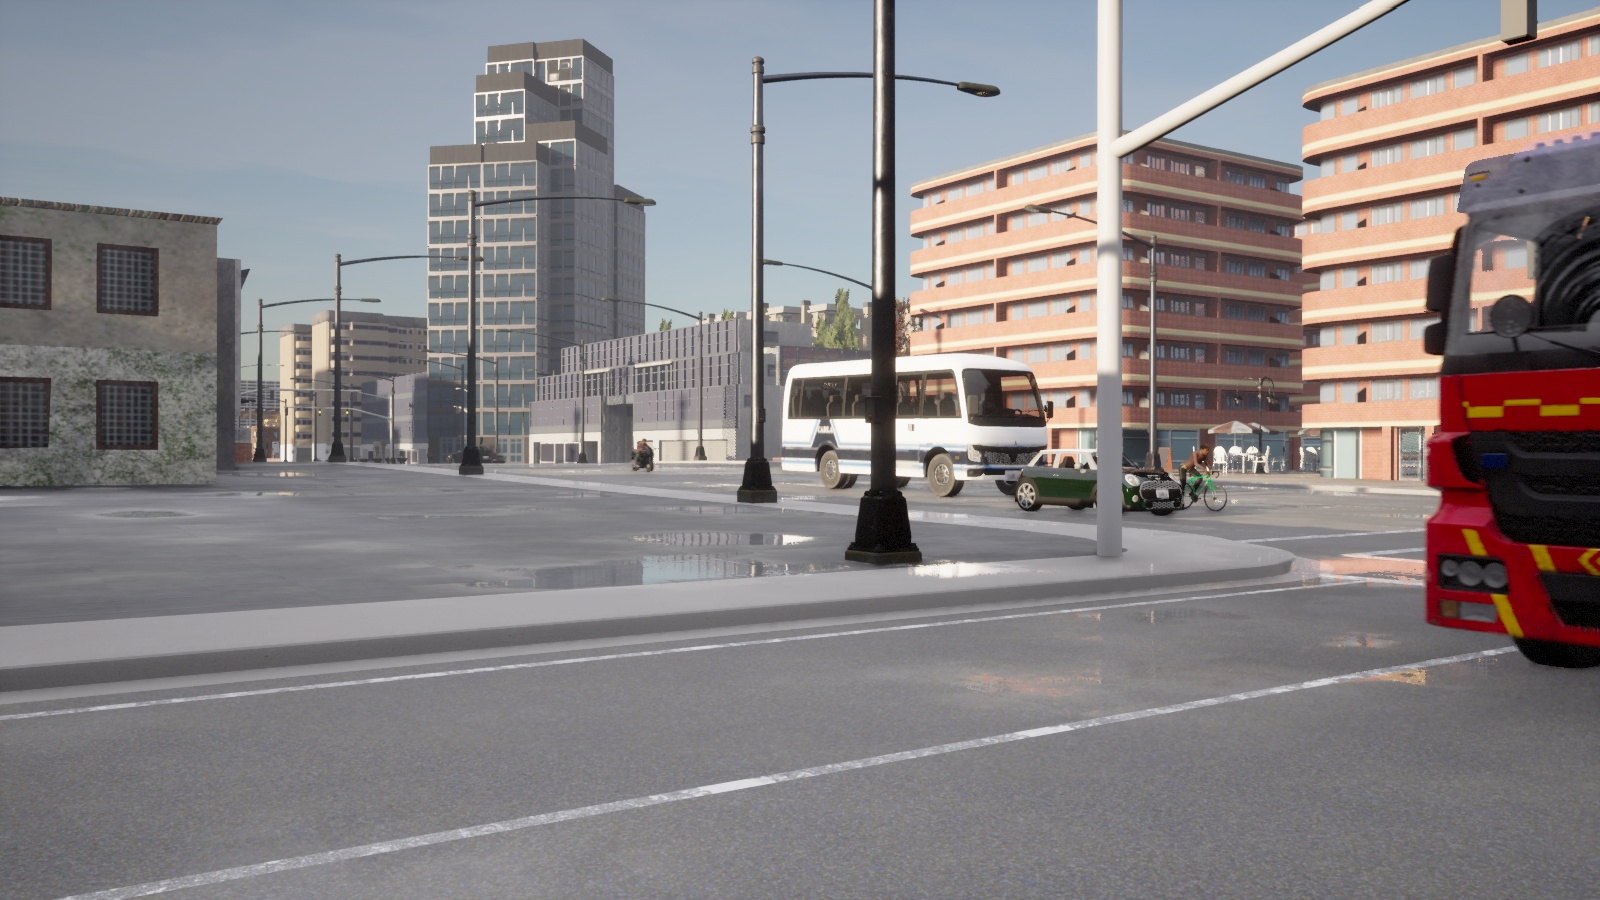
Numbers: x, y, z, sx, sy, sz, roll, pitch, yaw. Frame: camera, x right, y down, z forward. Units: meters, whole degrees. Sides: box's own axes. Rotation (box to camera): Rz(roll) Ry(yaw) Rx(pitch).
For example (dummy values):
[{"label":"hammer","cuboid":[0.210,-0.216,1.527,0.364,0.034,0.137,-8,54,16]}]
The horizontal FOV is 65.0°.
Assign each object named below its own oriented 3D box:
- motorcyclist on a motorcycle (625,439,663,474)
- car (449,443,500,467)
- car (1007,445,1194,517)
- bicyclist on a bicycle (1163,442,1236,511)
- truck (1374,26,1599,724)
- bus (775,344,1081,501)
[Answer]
[{"label":"motorcyclist on a motorcycle","cuboid":[-6.879,0.265,55.347,0.797,1.523,2.044,0,1,-34]},{"label":"car","cuboid":[-24.513,0.403,94.410,2.152,1.651,5.027,0,-2,-34]},{"label":"car","cuboid":[6.768,0.646,28.573,1.970,1.475,3.806,0,1,-33]},{"label":"bicyclist on a bicycle","cuboid":[9.688,0.629,30.501,0.582,1.620,1.656,0,1,-34]},{"label":"truck","cuboid":[7.944,-0.415,9.192,8.468,3.827,2.891,0,0,-35]},{"label":"bus","cuboid":[3.641,-0.822,39.568,3.944,4.253,10.273,0,1,-34]}]
